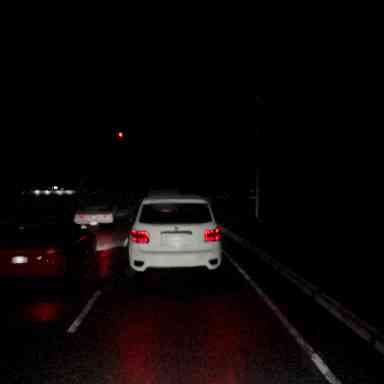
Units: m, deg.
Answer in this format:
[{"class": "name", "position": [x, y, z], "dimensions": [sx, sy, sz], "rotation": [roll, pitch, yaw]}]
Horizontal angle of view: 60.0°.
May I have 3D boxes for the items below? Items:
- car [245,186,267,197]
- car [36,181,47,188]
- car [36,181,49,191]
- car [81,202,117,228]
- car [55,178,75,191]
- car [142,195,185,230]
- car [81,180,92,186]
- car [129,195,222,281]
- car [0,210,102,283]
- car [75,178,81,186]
[{"class": "car", "position": [10.040, -0.143, 47.663], "dimensions": [5.008, 1.535, 1.882], "rotation": [1, 3, -22]}, {"class": "car", "position": [-32.904, -1.751, 72.732], "dimensions": [2.033, 1.411, 5.357], "rotation": [-1, 3, -25]}, {"class": "car", "position": [-26.028, -1.037, 58.021], "dimensions": [1.882, 1.535, 5.008], "rotation": [-1, 4, -24]}, {"class": "car", "position": [-5.249, 1.191, 18.774], "dimensions": [1.895, 1.301, 4.718], "rotation": [-1, 2, -10]}, {"class": "car", "position": [-22.793, -1.368, 59.358], "dimensions": [2.150, 2.045, 5.566], "rotation": [-1, 3, -24]}, {"class": "car", "position": [-1.801, 1.054, 19.247], "dimensions": [2.128, 1.511, 4.902], "rotation": [-1, 2, -9]}, {"class": "car", "position": [-26.296, -2.314, 83.309], "dimensions": [2.033, 1.411, 5.357], "rotation": [-1, 3, -25]}, {"class": "car", "position": [-0.548, 1.082, 9.666], "dimensions": [2.150, 2.045, 5.566], "rotation": [0, 1, -5]}, {"class": "car", "position": [-4.045, 1.447, 9.438], "dimensions": [1.994, 1.385, 4.181], "rotation": [0, 1, -6]}, {"class": "car", "position": [-29.474, -2.548, 81.828], "dimensions": [2.150, 2.045, 5.566], "rotation": [-1, 3, -25]}]
